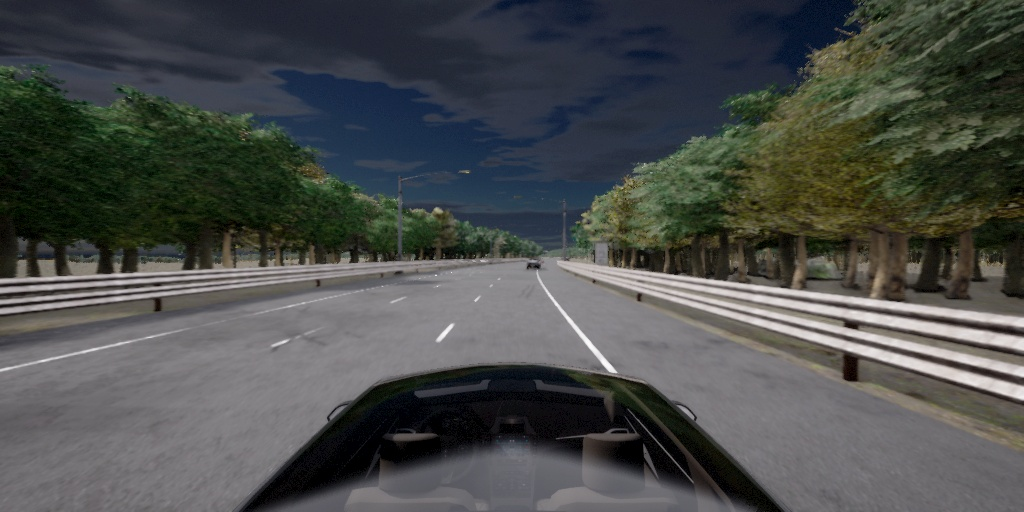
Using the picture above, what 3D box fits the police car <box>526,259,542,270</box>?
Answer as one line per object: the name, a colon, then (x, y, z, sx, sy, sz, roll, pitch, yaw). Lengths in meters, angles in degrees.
police car: (3.164, 1.270, 54.574, 1.930, 1.638, 5.238, 0, 0, 5)
